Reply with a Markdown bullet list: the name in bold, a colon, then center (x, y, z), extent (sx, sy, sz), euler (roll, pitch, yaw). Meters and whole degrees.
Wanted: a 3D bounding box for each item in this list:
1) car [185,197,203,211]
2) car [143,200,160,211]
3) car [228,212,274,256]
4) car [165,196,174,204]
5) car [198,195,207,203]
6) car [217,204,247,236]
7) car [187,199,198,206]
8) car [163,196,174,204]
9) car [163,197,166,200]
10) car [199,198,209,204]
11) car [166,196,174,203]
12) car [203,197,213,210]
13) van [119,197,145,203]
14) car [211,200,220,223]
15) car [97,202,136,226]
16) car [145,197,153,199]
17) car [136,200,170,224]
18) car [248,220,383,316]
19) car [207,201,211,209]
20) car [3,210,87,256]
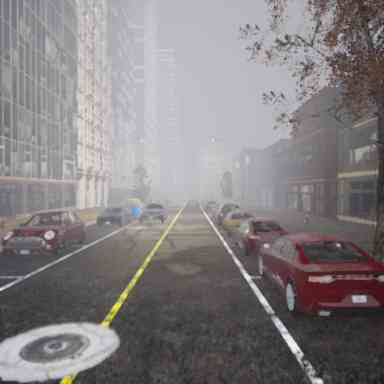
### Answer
- **car**: center (0.095, 1.774, 46.427), extent (2.128, 1.511, 4.902), euler (0, 0, 0)
- **car**: center (-5.711, 1.869, 47.115), extent (1.802, 1.307, 4.206), euler (-1, 0, 0)
- **car**: center (2.677, 1.662, 13.198), extent (1.802, 1.307, 4.206), euler (-1, 0, 0)
- **car**: center (-5.711, 2.028, 75.336), extent (1.947, 1.339, 4.313), euler (-1, 0, 0)
- **car**: center (2.663, 1.849, 86.570), extent (2.192, 1.841, 5.009), euler (-1, 0, 0)
- **car**: center (2.676, 1.640, 19.012), extent (1.752, 1.417, 4.829), euler (-1, 0, 0)
- **car**: center (0.092, 1.994, 64.380), extent (1.895, 1.301, 4.718), euler (0, 0, 0)
- **car**: center (-5.715, 1.813, 80.981), extent (2.192, 1.841, 5.009), euler (-1, 0, 0)
- **car**: center (-5.708, 1.888, 52.760), extent (1.947, 1.339, 4.313), euler (-1, 0, 0)
- **car**: center (2.669, 2.013, 75.281), extent (2.008, 1.369, 4.403), euler (-1, 0, 0)
- **car**: center (-5.714, 1.974, 86.624), extent (1.967, 1.590, 4.097), euler (-1, 0, 0)
- **car**: center (2.673, 1.853, 47.061), extent (1.947, 1.339, 4.313), euler (-1, 0, 0)
- **van**: center (-5.679, 1.524, 30.185), extent (1.690, 1.788, 3.998), euler (-1, 0, 0)
- **car**: center (2.674, 1.588, 24.486), extent (1.967, 1.590, 4.097), euler (-1, 0, 0)
- **car**: center (-5.671, 1.714, 24.540), extent (1.947, 1.339, 4.313), euler (-1, 0, 0)
- **car**: center (-5.719, 1.568, 41.473), extent (2.192, 1.841, 5.009), euler (-1, 0, 0)
- **car**: center (-3.004, 1.604, 26.608), extent (1.812, 1.442, 4.674), euler (0, 0, 0)
- **car**: center (2.678, 1.591, 7.554), extent (1.887, 1.381, 4.507), euler (-1, 0, 0)
- **car**: center (2.675, 1.748, 30.130), extent (1.947, 1.339, 4.313), euler (-1, 0, 0)
- **car**: center (-5.672, 1.520, 13.253), extent (1.967, 1.590, 4.097), euler (-1, 0, 0)
